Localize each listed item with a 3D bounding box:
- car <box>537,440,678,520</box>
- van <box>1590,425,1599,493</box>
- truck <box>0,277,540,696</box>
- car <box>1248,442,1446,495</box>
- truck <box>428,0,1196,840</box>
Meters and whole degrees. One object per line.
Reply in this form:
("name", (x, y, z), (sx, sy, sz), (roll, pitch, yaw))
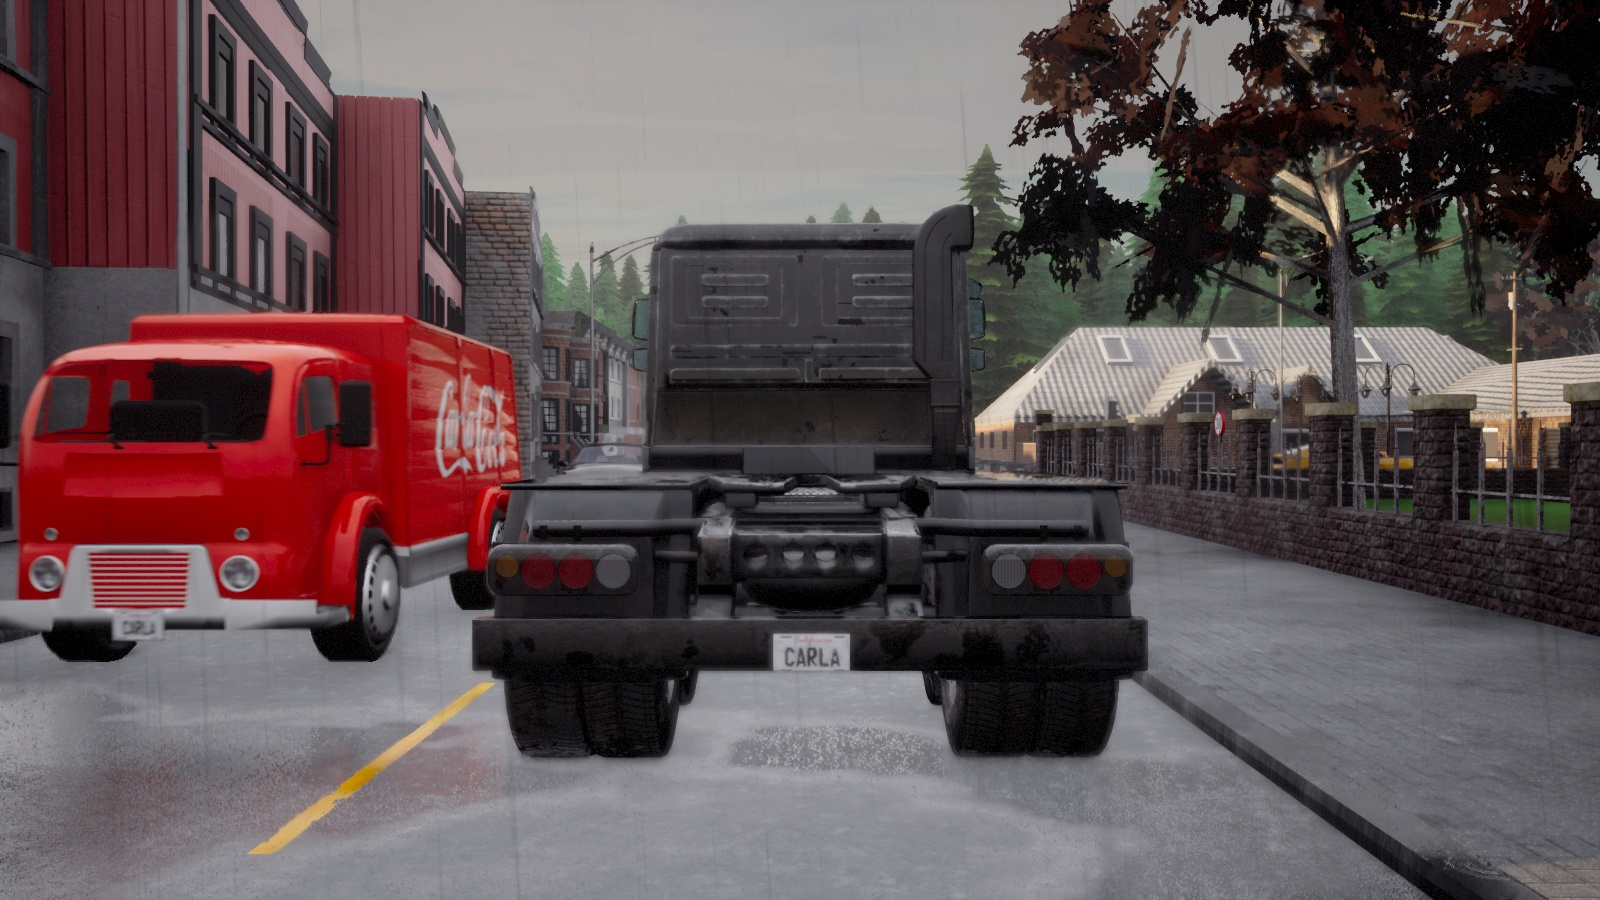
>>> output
("car", (-3.867, 0.552, 26.117), (2.128, 1.511, 4.902), (0, 0, 1))
("van", (26.112, 0.282, 36.942), (4.480, 2.038, 2.069), (0, 0, -1))
("truck", (-3.932, 0.200, 9.996), (2.627, 2.467, 5.204), (0, 0, 0))
("car", (16.047, 0.528, 36.972), (5.008, 1.535, 1.882), (0, 0, -1))
("truck", (0.065, -0.284, 8.702), (2.891, 3.462, 7.936), (0, 0, 0))
